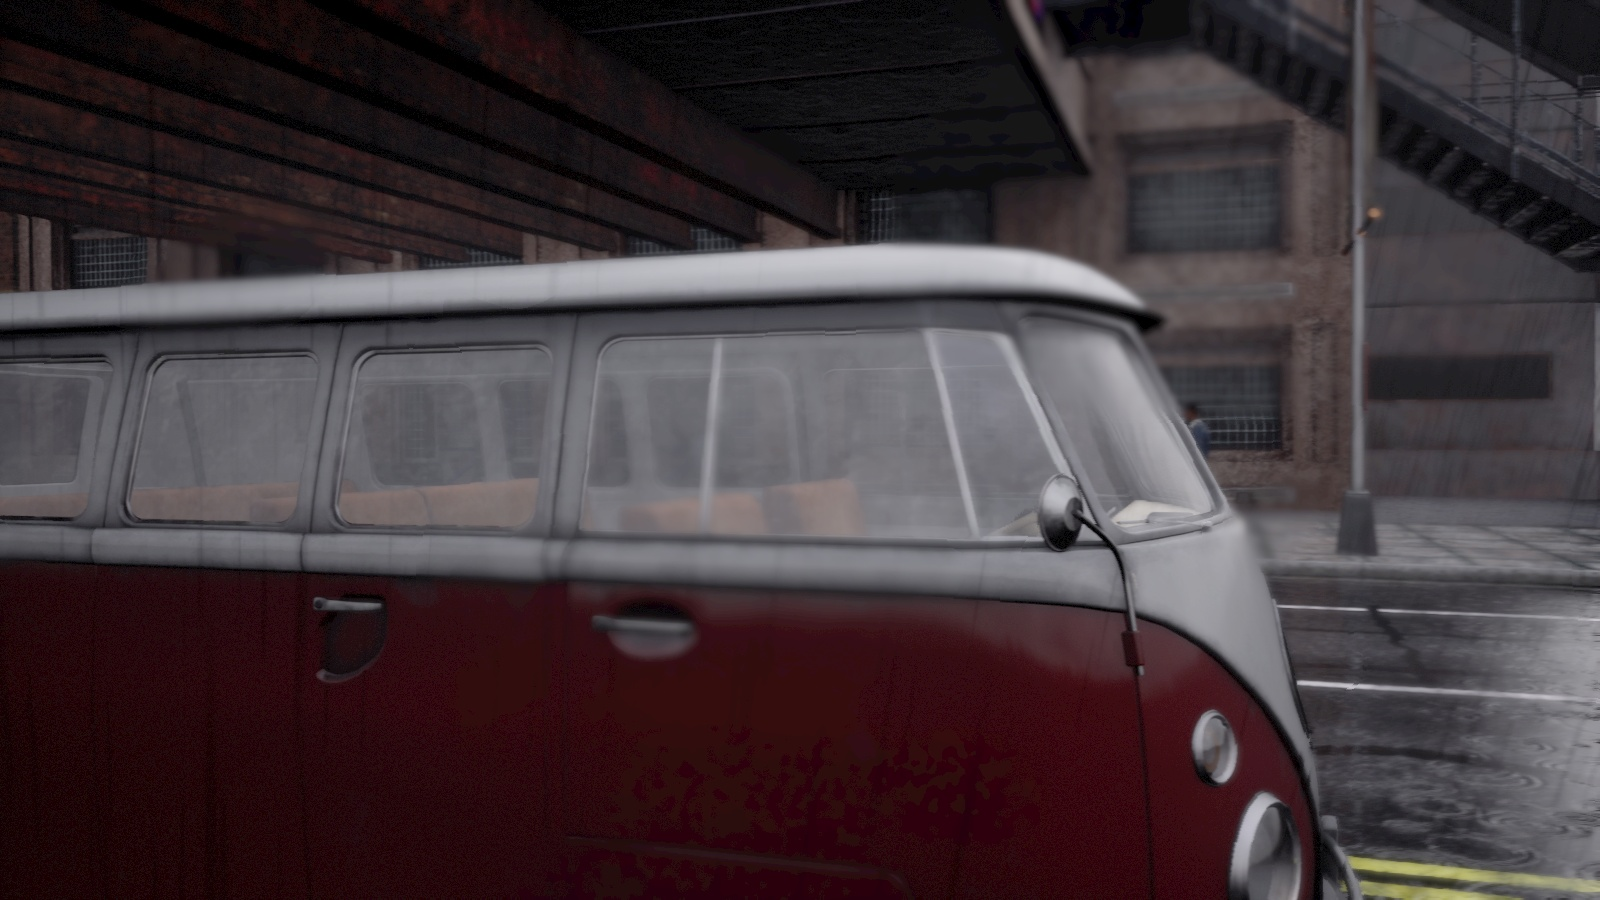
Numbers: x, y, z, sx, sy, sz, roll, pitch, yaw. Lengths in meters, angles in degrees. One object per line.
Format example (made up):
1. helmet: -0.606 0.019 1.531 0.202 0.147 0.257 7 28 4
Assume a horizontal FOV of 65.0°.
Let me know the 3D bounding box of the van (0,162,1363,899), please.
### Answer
1. van: -0.951 0.516 3.517 4.442 1.987 1.775 0 1 19

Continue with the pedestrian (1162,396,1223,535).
1. pedestrian: 5.592 0.215 17.904 0.788 1.949 0.423 1 1 14
